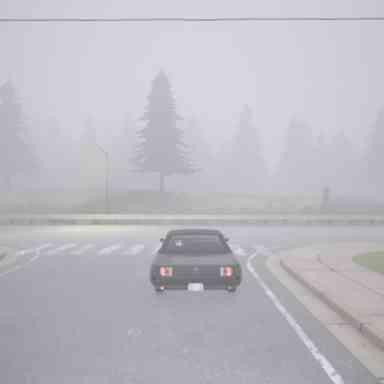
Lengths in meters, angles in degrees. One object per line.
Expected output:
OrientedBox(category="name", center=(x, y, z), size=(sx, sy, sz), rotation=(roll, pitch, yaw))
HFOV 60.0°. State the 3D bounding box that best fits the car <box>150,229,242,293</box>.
OrientedBox(category="car", center=(0.070, 1.636, 8.923), size=(1.895, 1.301, 4.718), rotation=(0, 0, 0))
